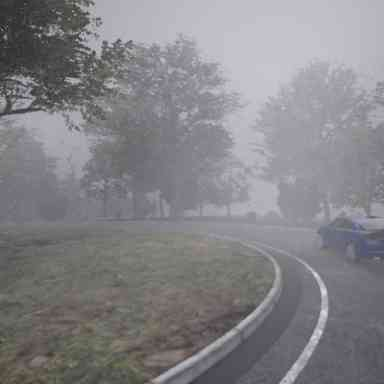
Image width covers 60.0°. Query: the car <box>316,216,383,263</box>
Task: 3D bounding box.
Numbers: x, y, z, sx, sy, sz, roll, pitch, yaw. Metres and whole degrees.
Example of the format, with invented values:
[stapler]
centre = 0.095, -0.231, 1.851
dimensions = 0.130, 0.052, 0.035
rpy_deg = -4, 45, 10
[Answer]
[car]
centre = 6.302, 1.618, 12.517
dimensions = 1.882, 1.535, 5.008
rpy_deg = 0, -1, 2
